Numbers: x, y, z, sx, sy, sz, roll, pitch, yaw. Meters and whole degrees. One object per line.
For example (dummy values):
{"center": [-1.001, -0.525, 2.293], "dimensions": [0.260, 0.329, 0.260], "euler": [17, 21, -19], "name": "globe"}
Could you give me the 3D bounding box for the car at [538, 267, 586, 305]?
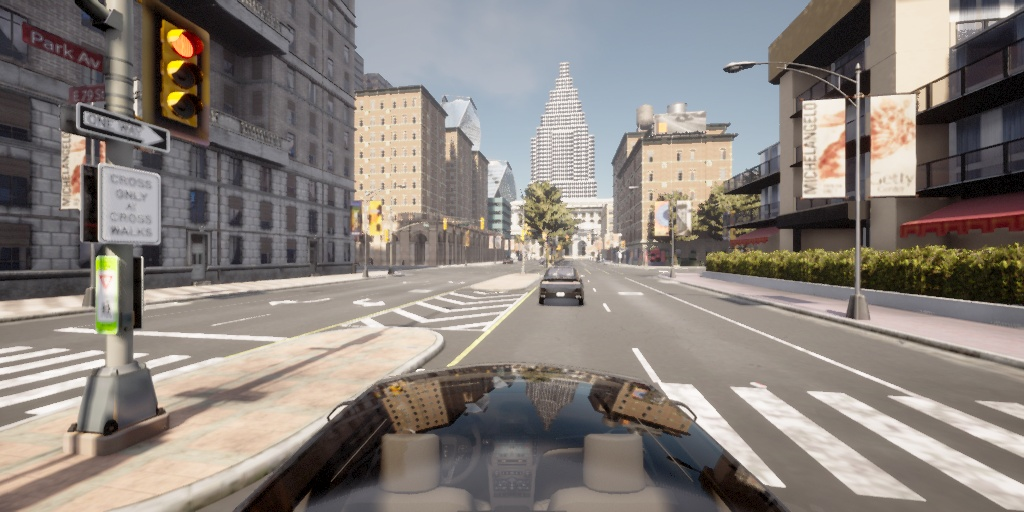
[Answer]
{"center": [2.242, 1.244, 16.034], "dimensions": [2.128, 1.511, 4.902], "euler": [0, 0, 9], "name": "car"}
